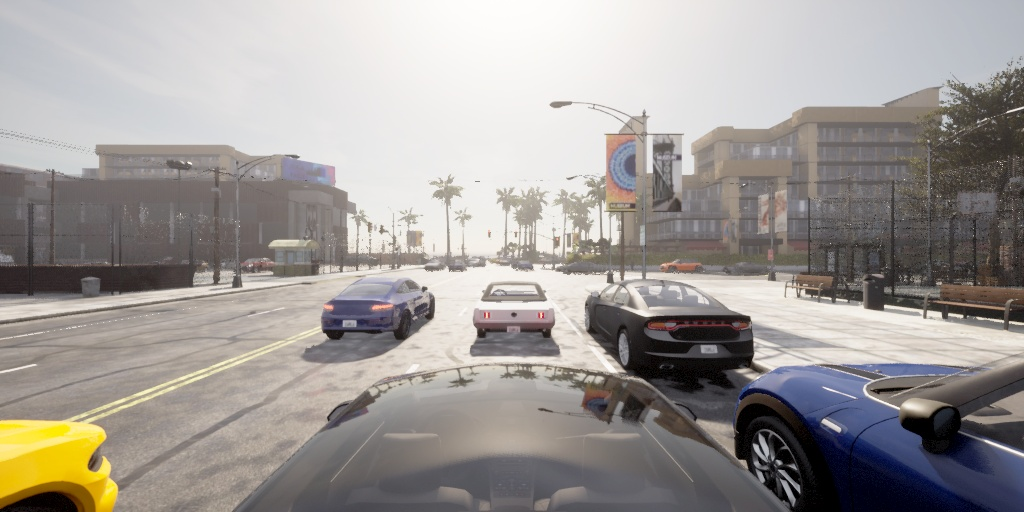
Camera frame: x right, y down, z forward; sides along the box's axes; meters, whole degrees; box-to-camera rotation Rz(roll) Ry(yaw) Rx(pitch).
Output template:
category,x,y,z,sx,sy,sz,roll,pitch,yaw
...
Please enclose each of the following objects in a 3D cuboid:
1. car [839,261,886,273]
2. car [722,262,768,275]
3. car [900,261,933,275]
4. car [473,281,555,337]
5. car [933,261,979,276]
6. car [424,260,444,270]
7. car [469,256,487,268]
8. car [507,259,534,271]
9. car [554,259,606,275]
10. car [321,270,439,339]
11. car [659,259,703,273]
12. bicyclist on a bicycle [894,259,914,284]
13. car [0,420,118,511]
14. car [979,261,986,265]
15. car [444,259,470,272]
category,x,y,z,sx,sy,sz,roll,pitch,yaw
car,41.057,1.256,42.124,4.892,1.490,1.837,0,0,0
car,25.010,1.314,38.533,4.181,1.385,1.994,0,0,0
car,44.862,1.231,38.625,5.008,1.535,1.882,0,0,0
car,0.061,1.351,10.233,1.895,1.301,4.718,0,0,0
car,45.165,1.241,35.124,4.902,1.511,2.128,0,0,-1
car,-10.522,1.297,48.928,2.033,1.411,5.357,0,0,1
car,-6.103,1.240,60.594,2.128,1.511,4.902,0,0,13
car,1.405,1.297,50.521,2.033,1.411,5.357,0,0,-18
car,7.575,1.298,39.449,5.357,1.411,2.033,0,0,16
car,-3.441,1.276,9.938,1.812,1.442,4.674,0,0,0
car,19.709,1.102,41.986,4.553,1.767,2.097,0,0,-1
bicyclist on a bicycle,26.068,1.050,24.063,0.582,1.620,1.656,0,0,-1
car,-3.402,1.228,0.124,1.882,1.535,5.008,0,0,0
car,45.198,1.241,31.624,4.902,1.511,2.128,0,0,-1
car,-7.046,1.351,46.541,1.895,1.301,4.718,0,0,1
